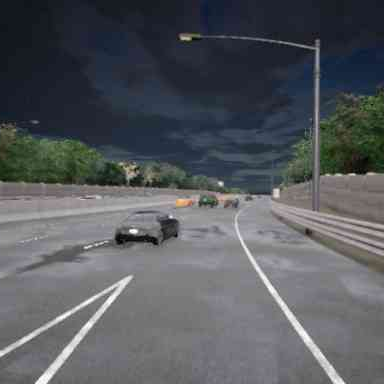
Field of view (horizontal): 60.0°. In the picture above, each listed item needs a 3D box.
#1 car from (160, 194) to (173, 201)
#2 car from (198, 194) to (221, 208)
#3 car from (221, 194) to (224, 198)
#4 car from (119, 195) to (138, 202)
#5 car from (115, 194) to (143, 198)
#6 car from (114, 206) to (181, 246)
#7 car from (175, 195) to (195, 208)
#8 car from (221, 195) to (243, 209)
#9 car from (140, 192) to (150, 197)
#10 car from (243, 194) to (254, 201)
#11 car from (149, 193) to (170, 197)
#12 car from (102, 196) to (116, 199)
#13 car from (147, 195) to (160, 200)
[{"bbox_3d":[-6.621,1.409,86.715,1.882,1.535,5.008,1,0,13],"label":"car"},{"bbox_3d":[2.422,1.249,48.804,2.150,2.045,5.566,1,0,13],"label":"car"},{"bbox_3d":[8.484,1.450,89.776,2.097,1.767,4.553,1,0,13],"label":"car"},{"bbox_3d":[-13.665,1.395,72.092,2.033,1.411,5.357,1,0,13],"label":"car"},{"bbox_3d":[-10.421,1.490,55.452,1.895,1.301,4.718,1,0,14],"label":"car"},{"bbox_3d":[-1.892,1.544,15.260,1.994,1.385,4.181,1,0,13],"label":"car"},{"bbox_3d":[-1.008,1.342,49.511,2.097,1.767,4.553,1,0,13],"label":"car"},{"bbox_3d":[5.817,1.570,47.958,1.837,1.490,4.892,1,0,13],"label":"car"},{"bbox_3d":[-10.237,1.118,71.363,2.150,2.045,5.566,1,0,13],"label":"car"},{"bbox_3d":[15.302,1.668,88.200,1.837,1.490,4.892,1,0,13],"label":"car"},{"bbox_3d":[-6.845,1.453,70.514,1.812,1.442,4.674,1,0,13],"label":"car"},{"bbox_3d":[-13.831,1.347,56.252,2.128,1.511,4.902,1,0,14],"label":"car"},{"bbox_3d":[-10.047,1.447,87.441,1.994,1.385,4.181,1,0,13],"label":"car"}]
